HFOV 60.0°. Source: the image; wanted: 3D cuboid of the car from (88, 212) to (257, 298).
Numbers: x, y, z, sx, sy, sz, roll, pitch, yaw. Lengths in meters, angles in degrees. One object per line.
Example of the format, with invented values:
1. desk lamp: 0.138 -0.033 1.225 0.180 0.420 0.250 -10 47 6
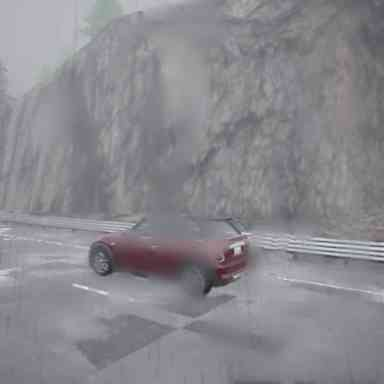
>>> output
1. car: -0.685 1.356 8.814 4.553 1.767 2.097 0 0 36
